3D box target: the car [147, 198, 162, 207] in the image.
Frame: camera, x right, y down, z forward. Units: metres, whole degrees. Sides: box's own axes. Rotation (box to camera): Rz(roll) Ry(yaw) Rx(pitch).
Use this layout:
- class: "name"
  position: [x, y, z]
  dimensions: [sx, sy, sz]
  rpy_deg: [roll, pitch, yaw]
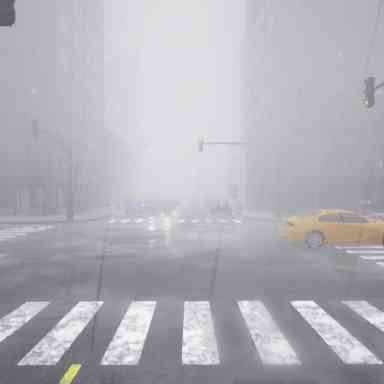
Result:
- class: "car"
  position: [-5.597, 1.569, 50.395]
  dimensions: [1.802, 1.307, 4.206]
  rpy_deg: [0, 0, 0]

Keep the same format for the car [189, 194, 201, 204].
- class: "car"
  position: [0.439, 1.528, 63.293]
  dimensions: [2.033, 1.411, 5.357]
  rpy_deg: [0, 0, 0]

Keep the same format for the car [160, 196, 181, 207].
- class: "car"
  position: [-2.875, 1.590, 43.147]
  dimensions: [1.895, 1.301, 4.718]
  rpy_deg: [0, 0, 1]

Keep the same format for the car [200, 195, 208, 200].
- class: "car"
  position: [3.138, 1.528, 90.040]
  dimensions: [1.947, 1.339, 4.313]
  rpy_deg: [0, 0, 0]

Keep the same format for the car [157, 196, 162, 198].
- class: "car"
  position: [-5.627, 1.554, 44.727]
  dimensions: [1.947, 1.339, 4.313]
  rpy_deg: [0, 0, 0]

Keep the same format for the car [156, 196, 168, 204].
- class: "car"
  position: [-5.538, 1.507, 61.561]
  dimensions: [1.752, 1.417, 4.829]
  rpy_deg: [0, 0, 0]

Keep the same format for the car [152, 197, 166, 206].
- class: "car"
  position: [-5.567, 1.550, 56.063]
  dimensions: [1.947, 1.339, 4.313]
  rpy_deg: [0, 0, 0]

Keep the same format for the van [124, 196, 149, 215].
- class: "van"
  position: [-5.687, 1.332, 33.390]
  dimensions: [1.690, 1.788, 3.998]
  rpy_deg: [0, 0, 0]

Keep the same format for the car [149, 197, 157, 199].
- class: "car"
  position: [-5.657, 1.430, 39.058]
  dimensions: [1.967, 1.590, 4.097]
  rpy_deg: [0, 0, 0]

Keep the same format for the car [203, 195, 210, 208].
- class: "car"
  position: [2.899, 1.429, 44.685]
  dimensions: [1.967, 1.590, 4.097]
  rpy_deg: [0, 0, 0]

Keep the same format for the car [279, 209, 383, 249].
- class: "car"
  position: [6.233, 1.484, 13.945]
  dimensions: [5.008, 1.535, 1.882]
  rpy_deg: [0, 0, 0]

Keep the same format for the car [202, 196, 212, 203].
- class: "car"
  position: [3.019, 1.529, 67.362]
  dimensions: [2.008, 1.369, 4.403]
  rpy_deg: [0, 0, 0]

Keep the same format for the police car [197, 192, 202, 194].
- class: "police car"
  position: [2.781, 1.395, 79.454]
  dimensions: [1.930, 1.638, 5.238]
  rpy_deg: [0, 0, 0]

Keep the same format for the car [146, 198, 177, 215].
- class: "car"
  position: [-2.929, 1.592, 33.163]
  dimensions: [1.895, 1.301, 4.718]
  rpy_deg: [0, 0, 3]

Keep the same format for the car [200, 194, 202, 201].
- class: "car"
  position: [2.989, 1.507, 61.863]
  dimensions: [1.752, 1.417, 4.829]
  rpy_deg: [0, 0, 0]

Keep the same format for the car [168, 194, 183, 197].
- class: "car"
  position: [-2.811, 1.533, 53.837]
  dimensions: [2.033, 1.411, 5.357]
  rpy_deg: [0, 0, 1]

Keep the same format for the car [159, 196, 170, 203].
- class: "car"
  position: [-5.507, 1.545, 67.399]
  dimensions: [1.947, 1.339, 4.313]
  rpy_deg: [0, 0, 0]

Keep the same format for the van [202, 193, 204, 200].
- class: "van"
  position: [2.958, 1.326, 56.024]
  dimensions: [1.690, 1.788, 3.998]
  rpy_deg: [0, 0, 0]

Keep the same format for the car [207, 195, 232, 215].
- class: "car"
  position: [2.839, 1.431, 33.347]
  dimensions: [1.967, 1.590, 4.097]
  rpy_deg: [0, 0, 0]
